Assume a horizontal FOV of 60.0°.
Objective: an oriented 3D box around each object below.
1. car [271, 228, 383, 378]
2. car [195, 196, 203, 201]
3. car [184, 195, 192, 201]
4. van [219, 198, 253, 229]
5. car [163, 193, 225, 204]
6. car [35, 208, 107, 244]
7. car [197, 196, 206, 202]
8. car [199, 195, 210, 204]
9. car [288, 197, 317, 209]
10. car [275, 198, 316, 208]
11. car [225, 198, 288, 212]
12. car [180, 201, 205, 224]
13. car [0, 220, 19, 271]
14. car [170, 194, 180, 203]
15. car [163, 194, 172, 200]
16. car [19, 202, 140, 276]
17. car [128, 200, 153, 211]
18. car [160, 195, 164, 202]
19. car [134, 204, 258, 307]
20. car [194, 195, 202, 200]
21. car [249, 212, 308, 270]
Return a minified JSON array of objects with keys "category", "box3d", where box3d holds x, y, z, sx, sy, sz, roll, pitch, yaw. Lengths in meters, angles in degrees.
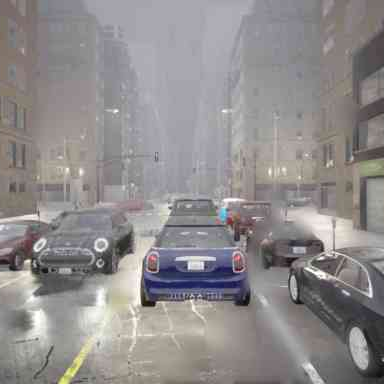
[{"category":"car","box3d":[2.848,1.551,5.327,2.008,1.369,4.403,0,0,0]},{"category":"car","box3d":[1.824,1.640,88.395,1.802,1.307,4.206,0,0,-1]},{"category":"car","box3d":[-1.099,1.616,91.021,1.994,1.385,4.181,0,0,-1]},{"category":"van","box3d":[2.800,1.342,21.898,1.690,1.788,3.998,0,0,0]},{"category":"car","box3d":[0.058,1.222,15.487,2.150,2.045,5.566,0,0,0]},{"category":"car","box3d":[-5.710,1.566,16.342,1.947,1.339,4.313,0,0,0]},{"category":"car","box3d":[2.105,1.622,77.093,1.802,1.307,4.206,0,0,-1]},{"category":"car","box3d":[2.386,1.468,65.787,1.967,1.590,4.097,0,0,-1]},{"category":"car","box3d":[14.912,1.481,45.489,4.902,1.511,2.128,0,0,0]},{"category":"car","box3d":[15.047,1.541,48.741,5.357,1.411,2.033,0,0,0]},{"category":"car","box3d":[2.816,1.315,16.374,2.192,1.841,5.009,0,0,0]},{"category":"car","box3d":[0.025,1.526,26.053,1.812,1.442,4.674,0,0,-1]},{"category":"car","box3d":[-5.694,1.582,10.817,1.802,1.307,4.206,0,0,0]},{"category":"car","box3d":[-3.613,1.389,71.362,2.097,1.767,4.553,0,0,-1]},{"category":"car","box3d":[-6.841,1.391,93.850,2.192,1.841,5.009,0,0,-1]},{"category":"car","box3d":[-3.122,1.352,10.422,2.097,1.767,4.553,0,0,0]},{"category":"car","box3d":[-6.543,1.564,38.608,4.181,1.385,1.994,0,0,0]},{"category":"car","box3d":[-6.417,1.480,76.890,1.967,1.590,4.097,0,0,-1]},{"category":"car","box3d":[0.030,1.352,8.152,2.097,1.767,4.553,0,0,-1]},{"category":"car","box3d":[1.682,1.620,94.048,1.887,1.381,4.507,0,0,-1]},{"category":"car","box3d":[2.831,1.566,10.850,1.947,1.339,4.313,0,0,0]}]
